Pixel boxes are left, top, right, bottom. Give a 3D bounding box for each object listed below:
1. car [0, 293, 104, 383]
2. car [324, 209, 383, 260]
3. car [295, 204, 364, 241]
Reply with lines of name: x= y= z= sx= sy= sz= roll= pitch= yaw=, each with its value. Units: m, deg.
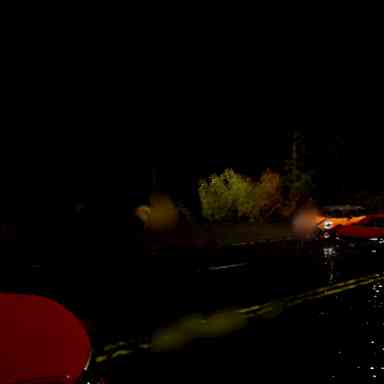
car: x=-3.089 y=1.201 z=1.239 sx=5.566 sy=2.045 sz=2.150 roll=1 pitch=-1 yaw=-35
car: x=7.610 y=1.614 z=13.043 sx=5.008 sy=1.535 sz=1.882 roll=1 pitch=0 yaw=-35
car: x=7.257 y=1.506 z=16.767 sx=4.553 sy=1.767 sz=2.097 roll=1 pitch=0 yaw=-35
